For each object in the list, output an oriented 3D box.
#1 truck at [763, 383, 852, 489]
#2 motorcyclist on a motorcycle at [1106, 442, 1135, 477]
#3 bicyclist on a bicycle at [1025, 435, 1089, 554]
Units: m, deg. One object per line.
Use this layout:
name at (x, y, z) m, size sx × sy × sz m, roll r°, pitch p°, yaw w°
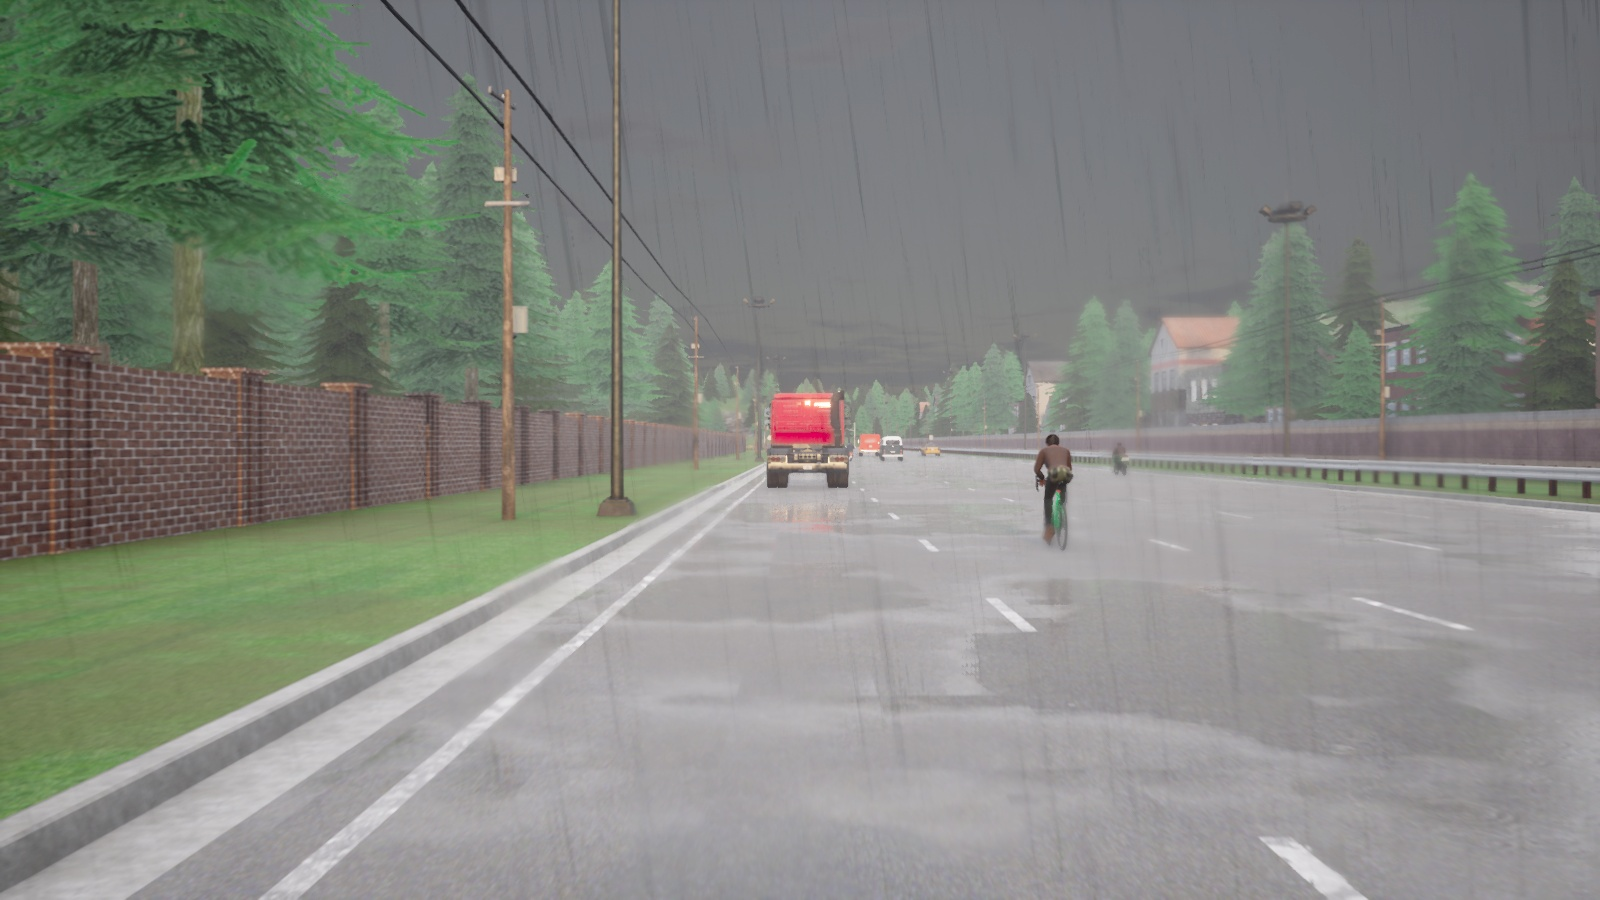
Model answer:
truck at (0.272, -0.487, 44.996) m, size 2.891 × 3.462 × 7.936 m, roll 0°, pitch 0°, yaw 0°
motorcyclist on a motorcycle at (14.335, 0.425, 56.268) m, size 0.797 × 1.523 × 2.044 m, roll 0°, pitch 0°, yaw 0°
bicyclist on a bicycle at (3.617, 0.603, 17.793) m, size 0.582 × 1.620 × 1.656 m, roll 0°, pitch 0°, yaw 0°
